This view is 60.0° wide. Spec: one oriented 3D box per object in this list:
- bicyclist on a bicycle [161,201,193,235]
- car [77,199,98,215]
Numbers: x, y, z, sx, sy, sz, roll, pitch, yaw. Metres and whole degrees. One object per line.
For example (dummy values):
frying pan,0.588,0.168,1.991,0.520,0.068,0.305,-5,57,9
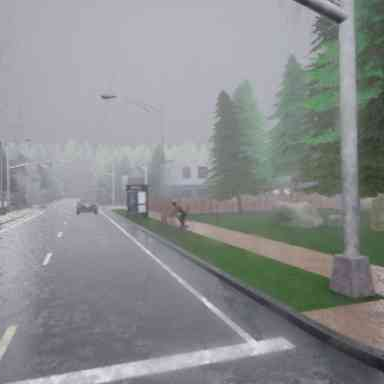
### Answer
bicyclist on a bicycle,-0.716,1.289,16.407,1.656,1.620,0.582,-1,0,-19
car,-11.527,1.522,36.577,2.097,1.767,4.553,-1,0,-18
